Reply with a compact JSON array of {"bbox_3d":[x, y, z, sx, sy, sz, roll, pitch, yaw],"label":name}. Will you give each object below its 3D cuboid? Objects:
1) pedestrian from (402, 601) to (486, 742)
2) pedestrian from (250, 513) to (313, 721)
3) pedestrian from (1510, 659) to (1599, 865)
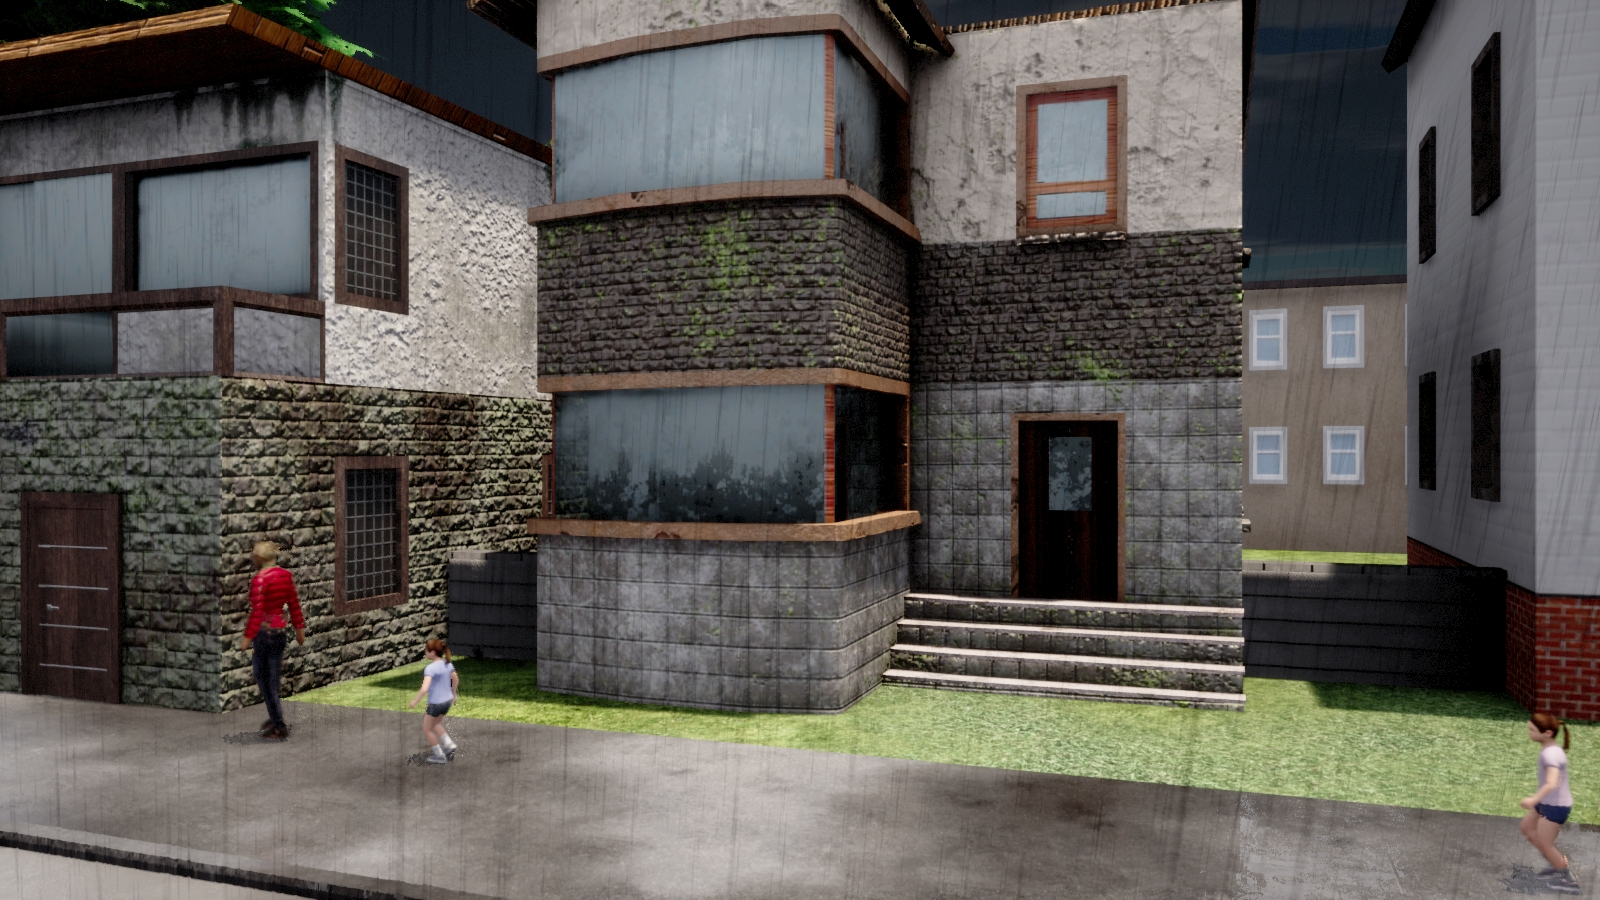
[{"bbox_3d":[-3.081,1.904,9.907,0.500,1.100,0.500,0,0,18],"label":"pedestrian"},{"bbox_3d":[-4.800,1.523,10.590,0.375,1.860,0.375,0,0,17],"label":"pedestrian"},{"bbox_3d":[4.693,1.902,7.049,0.500,1.100,0.500,0,0,27],"label":"pedestrian"}]
